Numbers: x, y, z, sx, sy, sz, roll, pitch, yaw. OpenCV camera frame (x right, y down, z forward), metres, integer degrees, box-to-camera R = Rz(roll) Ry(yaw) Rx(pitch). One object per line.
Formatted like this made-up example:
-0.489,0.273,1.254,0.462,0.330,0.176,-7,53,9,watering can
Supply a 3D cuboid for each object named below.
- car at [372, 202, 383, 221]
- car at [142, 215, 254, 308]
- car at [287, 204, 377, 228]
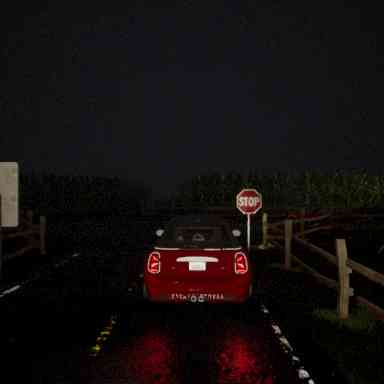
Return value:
13.242,1.449,23.741,4.181,1.385,1.994,0,0,0,car
0.150,1.351,8.096,2.097,1.767,4.553,0,0,1,car
8.557,1.537,20.796,4.718,1.301,1.895,0,0,0,car
